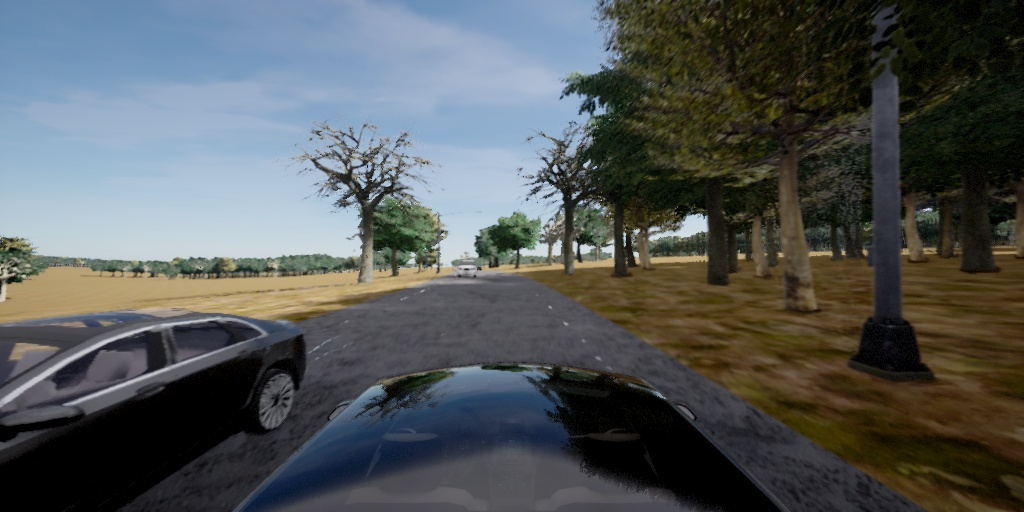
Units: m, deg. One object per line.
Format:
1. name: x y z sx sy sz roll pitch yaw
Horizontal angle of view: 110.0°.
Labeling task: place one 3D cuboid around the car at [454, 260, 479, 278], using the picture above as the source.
1. car: -5.352 1.506 43.094 2.150 2.045 5.566 0 -1 -5

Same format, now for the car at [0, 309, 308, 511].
1. car: -3.624 1.261 2.770 2.128 1.511 4.902 0 -1 0
